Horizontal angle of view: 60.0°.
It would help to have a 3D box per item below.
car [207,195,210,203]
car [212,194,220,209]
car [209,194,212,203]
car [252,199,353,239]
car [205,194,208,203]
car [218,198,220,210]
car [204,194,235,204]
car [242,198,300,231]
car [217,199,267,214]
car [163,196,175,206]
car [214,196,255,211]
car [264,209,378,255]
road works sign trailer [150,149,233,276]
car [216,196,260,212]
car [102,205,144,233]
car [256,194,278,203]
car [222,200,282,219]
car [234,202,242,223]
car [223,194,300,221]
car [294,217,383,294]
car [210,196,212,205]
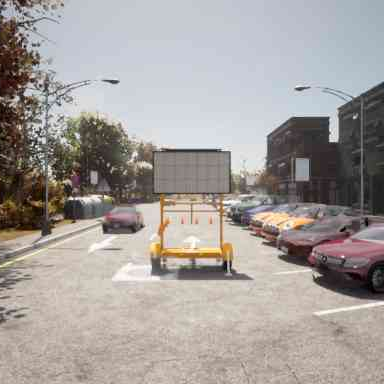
[{"bbox_3d":[5.362,1.583,50.681,5.008,1.535,2.097,1,-1,-20],"label":"car"},{"bbox_3d":[5.317,1.270,32.646,5.566,2.045,2.435,1,0,-20],"label":"car"},{"bbox_3d":[5.401,1.446,47.678,4.553,1.767,2.185,1,0,-20],"label":"car"},{"bbox_3d":[5.334,1.366,14.653,4.553,1.767,2.185,1,0,-20],"label":"car"},{"bbox_3d":[5.190,1.612,59.625,5.366,1.575,1.946,1,0,-20],"label":"car"},{"bbox_3d":[5.151,1.503,26.586,5.366,1.575,1.946,1,0,-20],"label":"car"},{"bbox_3d":[5.375,1.391,65.719,5.566,2.045,2.435,1,0,-20],"label":"car"},{"bbox_3d":[5.339,1.369,17.654,4.553,1.767,2.185,1,0,-20],"label":"car"},{"bbox_3d":[5.321,1.560,35.645,4.792,1.488,2.163,1,0,-20],"label":"car"},{"bbox_3d":[-4.048,1.471,56.232,2.097,1.767,4.553,0,0,0],"label":"car"},{"bbox_3d":[5.328,1.423,41.661,4.553,1.767,2.185,1,0,-20],"label":"car"},{"bbox_3d":[5.271,1.518,11.633,4.792,1.488,2.163,1,0,-20],"label":"car"},{"bbox_3d":[-0.011,0.467,10.358,2.380,3.560,2.880,0,0,0],"label":"road works sign trailer"},{"bbox_3d":[5.322,1.413,38.660,4.553,1.767,2.185,1,0,-20],"label":"car"},{"bbox_3d":[-4.011,1.537,19.962,1.812,1.442,4.674,0,0,0],"label":"car"},{"bbox_3d":[18.333,1.462,81.718,2.435,2.045,5.566,0,0,-21],"label":"car"},{"bbox_3d":[5.304,1.544,29.644,4.792,1.488,2.163,1,0,-20],"label":"car"},{"bbox_3d":[5.308,1.538,20.651,4.674,1.452,2.002,1,0,-20],"label":"car"},{"bbox_3d":[5.308,1.251,23.629,5.566,2.045,2.435,1,0,-20],"label":"car"},{"bbox_3d":[5.299,1.527,8.641,4.674,1.452,2.002,1,0,-20],"label":"car"},{"bbox_3d":[5.365,1.600,44.669,4.674,1.452,2.002,1,0,-20],"label":"car"}]
